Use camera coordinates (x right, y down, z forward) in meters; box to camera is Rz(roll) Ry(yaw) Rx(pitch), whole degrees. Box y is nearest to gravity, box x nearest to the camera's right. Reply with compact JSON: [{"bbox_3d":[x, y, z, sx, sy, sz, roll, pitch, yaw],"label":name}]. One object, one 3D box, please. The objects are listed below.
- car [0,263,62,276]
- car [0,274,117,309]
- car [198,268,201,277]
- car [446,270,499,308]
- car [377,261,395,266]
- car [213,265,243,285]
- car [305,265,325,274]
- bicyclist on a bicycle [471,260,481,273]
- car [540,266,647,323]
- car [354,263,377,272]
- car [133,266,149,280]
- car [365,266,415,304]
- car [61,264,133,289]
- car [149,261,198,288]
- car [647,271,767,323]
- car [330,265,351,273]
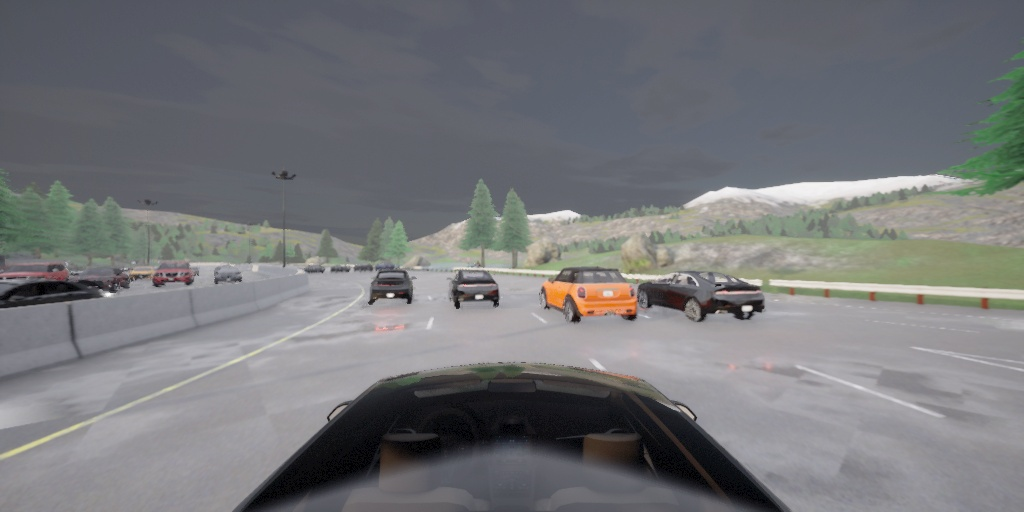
[{"bbox_3d":[-32.864,1.480,24.694,2.150,2.045,5.566,0,-1,-38],"label":"car"},{"bbox_3d":[-15.054,1.478,10.619,1.837,1.490,4.892,1,-1,-11],"label":"car"},{"bbox_3d":[-42.710,2.009,47.616,1.837,1.490,4.892,0,-1,-40],"label":"car"},{"bbox_3d":[-1.818,1.353,15.964,2.128,1.511,4.902,0,0,-13],"label":"car"},{"bbox_3d":[-21.423,1.701,60.371,2.097,1.767,4.553,0,0,-40],"label":"car"},{"bbox_3d":[-25.620,1.750,32.448,1.812,1.442,4.674,0,-1,-38],"label":"car"},{"bbox_3d":[-29.495,1.997,53.658,1.895,1.301,4.718,0,0,-40],"label":"car"},{"bbox_3d":[-4.720,1.431,48.443,1.656,1.620,0.582,26,-16,-36],"label":"bicyclist on a bicycle"},{"bbox_3d":[2.454,1.144,12.600,2.097,1.767,4.553,-1,0,-10],"label":"car"},{"bbox_3d":[-24.120,1.843,58.141,1.882,1.535,5.008,0,0,-40],"label":"car"},{"bbox_3d":[-40.700,1.910,39.700,1.882,1.535,5.008,0,0,-40],"label":"car"},{"bbox_3d":[-5.862,1.423,17.658,1.837,1.490,4.892,1,0,-16],"label":"car"},{"bbox_3d":[-28.896,1.568,25.176,2.097,1.767,4.553,0,0,-36],"label":"car"},{"bbox_3d":[-28.069,1.459,29.933,2.150,2.045,5.566,0,-1,-38],"label":"car"},{"bbox_3d":[6.086,1.245,12.274,2.128,1.511,4.902,0,0,-9],"label":"car"},{"bbox_3d":[-26.817,1.981,55.910,1.895,1.301,4.718,0,0,-40],"label":"car"}]
